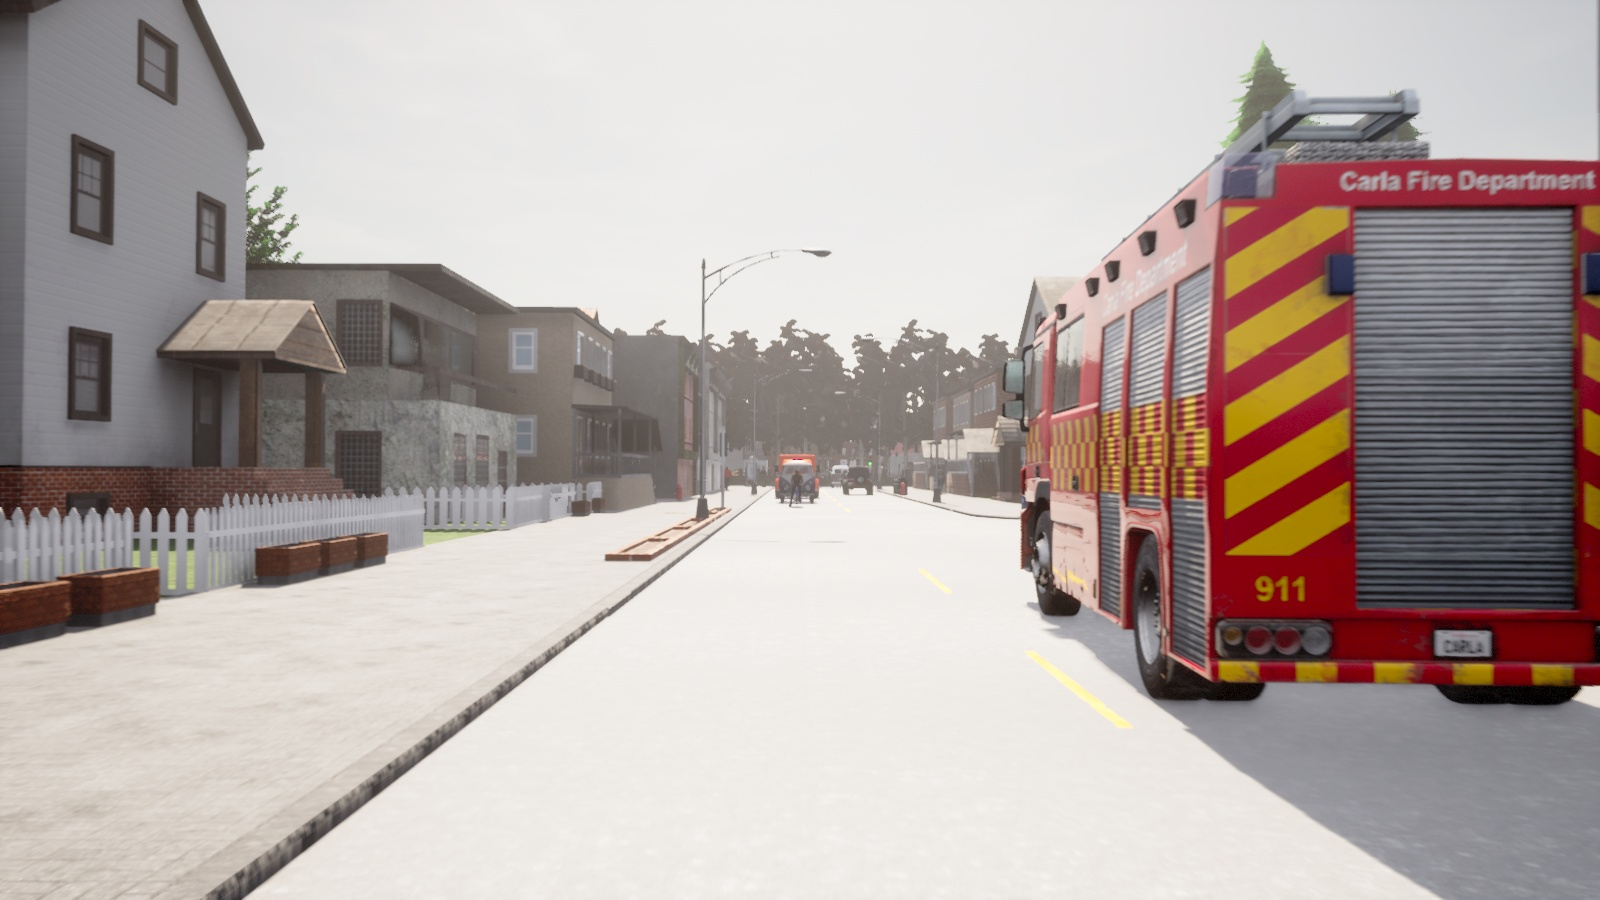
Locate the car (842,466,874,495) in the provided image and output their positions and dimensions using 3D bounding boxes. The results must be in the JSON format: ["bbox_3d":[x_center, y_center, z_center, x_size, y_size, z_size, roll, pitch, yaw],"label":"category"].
[{"bbox_3d":[3.827,1.992,83.187,1.905,1.878,3.866,0,-1,0],"label":"car"}]

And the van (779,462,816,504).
[{"bbox_3d":[-0.129,1.615,62.357,1.775,1.987,4.442,0,-1,0],"label":"van"}]

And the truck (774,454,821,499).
[{"bbox_3d":[-0.153,1.549,72.029,2.627,2.467,5.204,0,-2,0],"label":"truck"}]

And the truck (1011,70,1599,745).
[{"bbox_3d":[3.895,-0.174,11.383,2.891,3.827,8.468,0,-1,3],"label":"truck"}]
